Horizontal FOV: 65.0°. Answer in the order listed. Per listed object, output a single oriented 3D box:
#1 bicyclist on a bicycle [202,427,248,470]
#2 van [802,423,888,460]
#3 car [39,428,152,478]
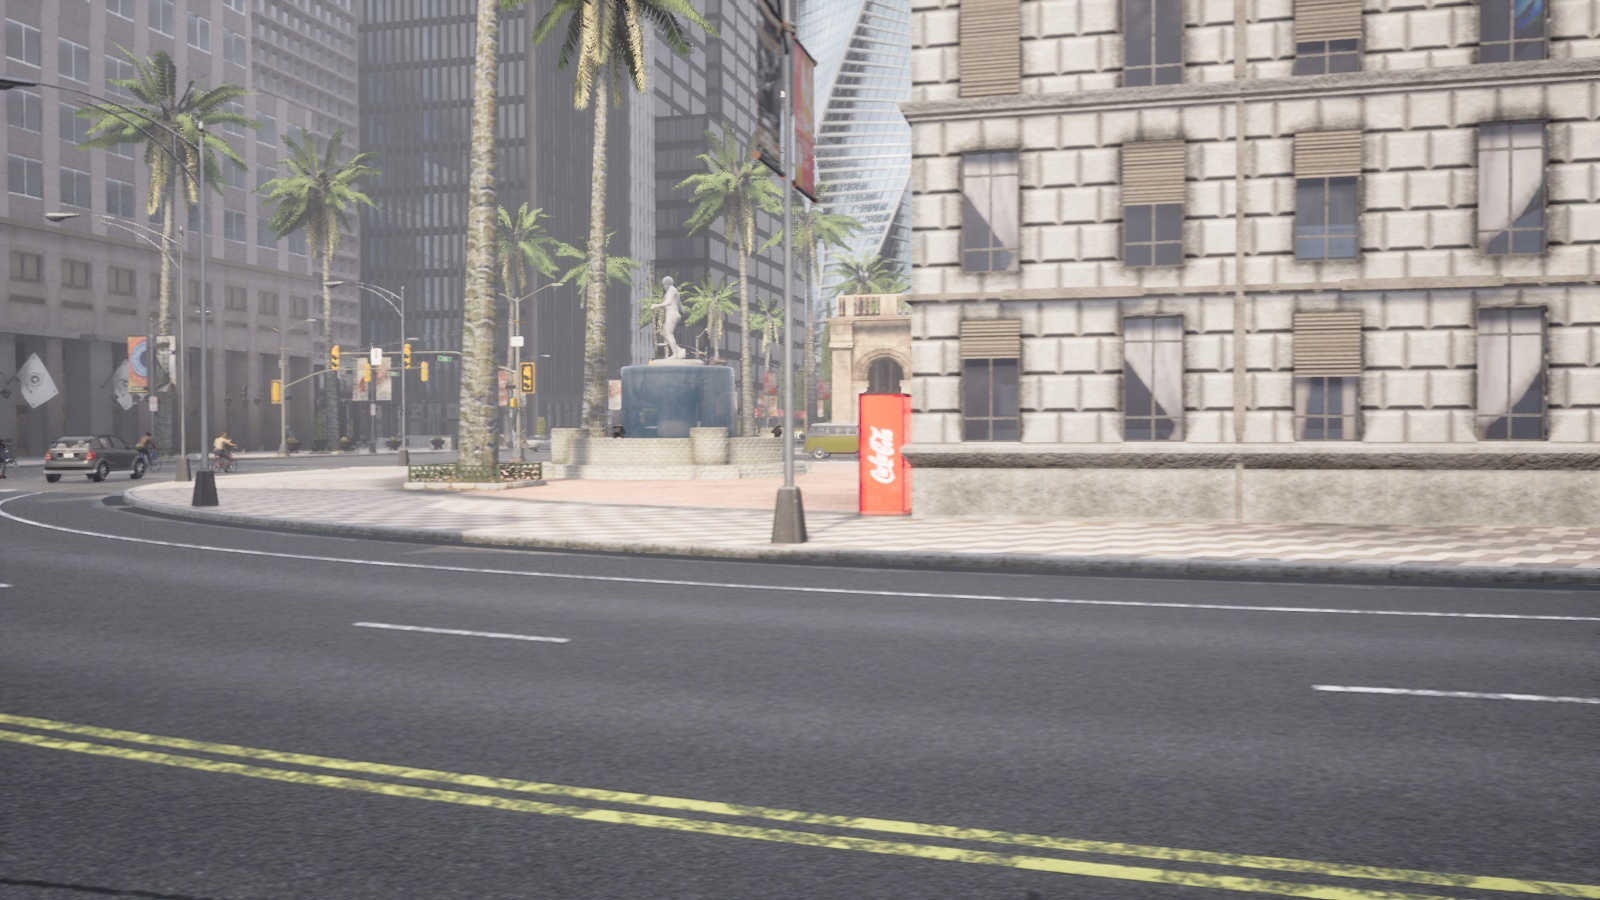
[{"bbox_3d":[-22.296,-0.072,48.707,0.866,1.612,1.509,0,1,13],"label":"bicyclist on a bicycle"},{"bbox_3d":[2.475,-0.469,69.066,4.442,1.987,1.775,0,1,15],"label":"van"},{"bbox_3d":[-23.151,0.076,41.405,1.789,1.549,3.705,0,1,-3],"label":"car"}]
